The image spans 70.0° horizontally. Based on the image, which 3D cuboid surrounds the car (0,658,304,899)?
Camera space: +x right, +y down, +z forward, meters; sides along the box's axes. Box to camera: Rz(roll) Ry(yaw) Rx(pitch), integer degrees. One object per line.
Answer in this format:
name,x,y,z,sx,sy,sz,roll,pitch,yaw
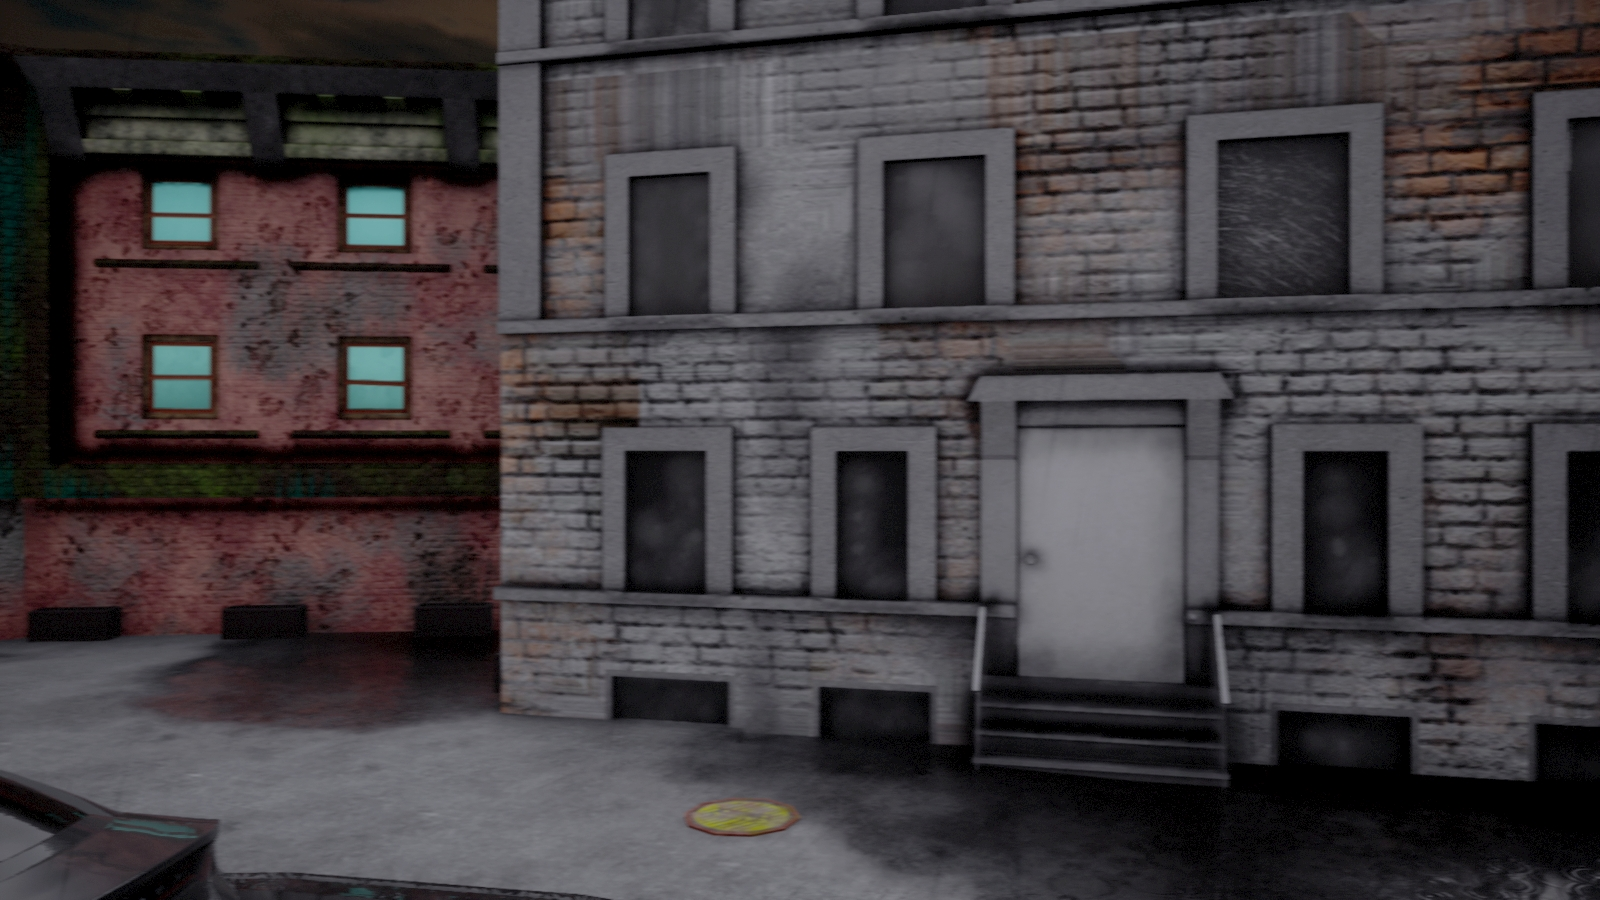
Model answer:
car,-5.020,1.813,4.773,5.006,1.535,2.097,0,0,4
